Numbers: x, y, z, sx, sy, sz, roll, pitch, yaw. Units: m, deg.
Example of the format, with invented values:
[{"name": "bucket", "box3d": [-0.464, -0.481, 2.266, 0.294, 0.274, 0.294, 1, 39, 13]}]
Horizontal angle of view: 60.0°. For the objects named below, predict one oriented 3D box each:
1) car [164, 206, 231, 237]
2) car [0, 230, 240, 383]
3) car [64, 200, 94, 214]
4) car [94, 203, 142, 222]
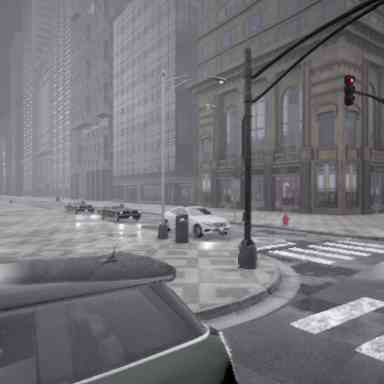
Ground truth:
[{"name": "car", "box3d": [0.036, 1.481, 17.798, 1.812, 1.442, 4.674, 0, 0, -37]}, {"name": "car", "box3d": [-1.837, 1.352, 2.068, 4.553, 1.767, 2.097, 0, 0, -35]}, {"name": "car", "box3d": [-11.588, 1.503, 34.217, 1.895, 1.301, 4.718, 0, 0, -35]}, {"name": "car", "box3d": [-5.712, 1.528, 25.922, 1.895, 1.301, 4.718, 0, 0, -35]}]
